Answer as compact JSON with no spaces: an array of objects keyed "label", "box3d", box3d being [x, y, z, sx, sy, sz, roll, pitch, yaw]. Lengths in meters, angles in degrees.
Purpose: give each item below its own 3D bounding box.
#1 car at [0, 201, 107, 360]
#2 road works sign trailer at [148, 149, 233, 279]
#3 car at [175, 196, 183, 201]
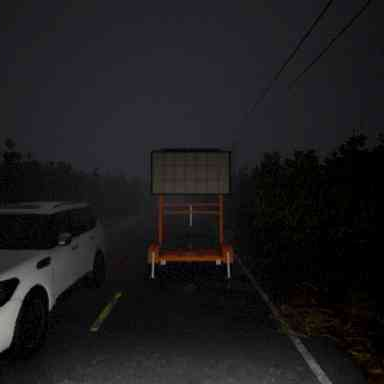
[{"label":"car","box3d":[-3.222,1.238,6.321,2.150,2.045,5.566,0,0,0]},{"label":"road works sign trailer","box3d":[-0.035,0.491,10.135,2.380,3.560,2.880,0,0,0]},{"label":"car","box3d":[-3.473,1.712,89.142,1.882,1.535,5.008,0,0,1]}]
